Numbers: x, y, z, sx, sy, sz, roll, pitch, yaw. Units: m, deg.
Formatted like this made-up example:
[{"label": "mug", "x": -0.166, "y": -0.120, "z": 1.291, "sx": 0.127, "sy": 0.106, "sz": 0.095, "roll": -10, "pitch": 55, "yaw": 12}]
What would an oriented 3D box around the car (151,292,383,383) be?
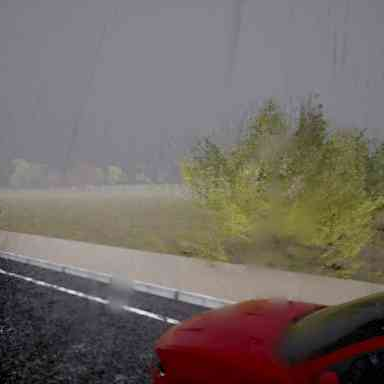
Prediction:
[{"label": "car", "x": 1.912, "y": 1.481, "z": 2.341, "sx": 5.008, "sy": 1.535, "sz": 1.882, "roll": 0, "pitch": 0, "yaw": 35}]
